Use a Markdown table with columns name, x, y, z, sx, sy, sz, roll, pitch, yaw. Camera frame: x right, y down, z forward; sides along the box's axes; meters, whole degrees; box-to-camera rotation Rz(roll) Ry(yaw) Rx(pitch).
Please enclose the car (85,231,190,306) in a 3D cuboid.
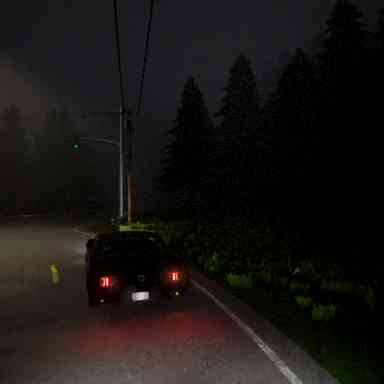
| name | x | y | z | sx | sy | sz | roll | pitch | yaw |
| --- | --- | --- | --- | --- | --- | --- | --- | --- | --- |
| car | -1.615 | 1.601 | 8.148 | 1.895 | 1.301 | 4.718 | 0 | 0 | -18 |
